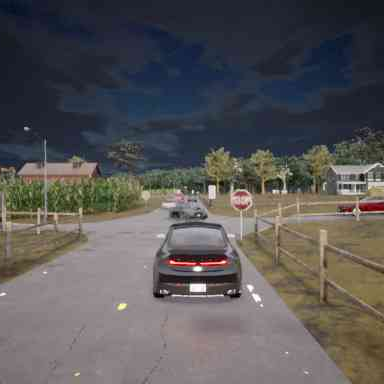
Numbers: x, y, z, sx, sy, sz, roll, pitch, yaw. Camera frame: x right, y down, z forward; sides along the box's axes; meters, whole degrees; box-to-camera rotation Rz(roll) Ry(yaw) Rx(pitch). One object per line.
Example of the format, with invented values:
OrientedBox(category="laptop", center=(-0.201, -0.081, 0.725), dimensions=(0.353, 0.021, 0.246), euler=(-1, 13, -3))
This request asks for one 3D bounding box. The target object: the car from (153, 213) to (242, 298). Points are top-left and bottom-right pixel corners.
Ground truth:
OrientedBox(category="car", center=(0.106, 1.509, 8.522), dimensions=(1.837, 1.490, 4.892), euler=(0, 0, 0))

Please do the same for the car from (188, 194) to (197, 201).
OrientedBox(category="car", center=(0.073, 1.310, 80.362), dimensions=(2.033, 1.411, 5.357), euler=(0, 0, 0))

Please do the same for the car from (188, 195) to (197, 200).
OrientedBox(category="car", center=(0.062, 1.492, 70.349), dimensions=(1.994, 1.385, 4.181), euler=(0, 0, 0))

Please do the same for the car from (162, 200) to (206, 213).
OrientedBox(category="car", center=(-0.470, 1.640, 27.685), dimensions=(1.994, 1.385, 4.181), euler=(-1, 0, -29))

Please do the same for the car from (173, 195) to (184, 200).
OrientedBox(category="car", center=(-2.779, 1.563, 53.998), dimensions=(1.895, 1.301, 4.718), euler=(0, 0, 0))

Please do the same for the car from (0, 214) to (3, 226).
OrientedBox(category="car", center=(-15.331, 1.668, 22.655), dimensions=(4.553, 1.767, 2.097), euler=(-1, -2, -2))

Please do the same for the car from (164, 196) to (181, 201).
OrientedBox(category="car", center=(-2.812, 1.576, 42.604), dimensions=(1.895, 1.301, 4.718), euler=(0, 0, 0))

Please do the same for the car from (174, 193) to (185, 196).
OrientedBox(category="car", center=(-2.702, 1.173, 67.741), dimensions=(2.150, 2.045, 5.566), euler=(0, 0, 1))

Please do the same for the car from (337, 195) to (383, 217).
OrientedBox(category="car", center=(13.785, 1.026, 25.536), dimensions=(5.008, 1.535, 1.882), euler=(-2, -2, 0))
